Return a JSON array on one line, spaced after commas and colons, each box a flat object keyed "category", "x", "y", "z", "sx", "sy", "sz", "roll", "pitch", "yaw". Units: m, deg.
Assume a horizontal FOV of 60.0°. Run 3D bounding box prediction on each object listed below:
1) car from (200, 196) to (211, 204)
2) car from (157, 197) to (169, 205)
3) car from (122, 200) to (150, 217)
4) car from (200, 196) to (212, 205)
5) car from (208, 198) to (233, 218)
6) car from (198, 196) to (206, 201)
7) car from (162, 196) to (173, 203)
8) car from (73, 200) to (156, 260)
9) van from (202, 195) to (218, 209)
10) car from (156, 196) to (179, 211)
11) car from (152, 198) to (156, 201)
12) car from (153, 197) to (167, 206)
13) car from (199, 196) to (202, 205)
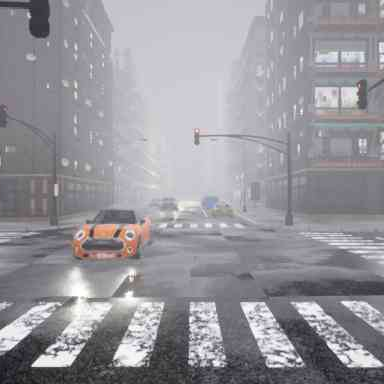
[{"category": "car", "x": 2.593, "y": 1.604, "z": 66.649, "sx": 2.008, "sy": 1.369, "sz": 4.403, "roll": 1, "pitch": 0, "yaw": 0}, {"category": "car", "x": -5.289, "y": 1.627, "z": 60.940, "sx": 1.802, "sy": 1.307, "sz": 4.206, "roll": 1, "pitch": 0, "yaw": 0}, {"category": "car", "x": -5.426, "y": 1.565, "z": 32.651, "sx": 2.008, "sy": 1.369, "sz": 4.403, "roll": 1, "pitch": 0, "yaw": 0}, {"category": "car", "x": 2.593, "y": 1.485, "z": 60.993, "sx": 1.967, "sy": 1.590, "sz": 4.097, "roll": 1, "pitch": 0, "yaw": 0}, {"category": "car", "x": 2.713, "y": 1.537, "z": 30.194, "sx": 1.752, "sy": 1.417, "sz": 4.829, "roll": 1, "pitch": 0, "yaw": 0}, {"category": "car", "x": 2.598, "y": 1.627, "z": 83.617, "sx": 1.887, "sy": 1.381, "sz": 4.507, "roll": 1, "pitch": 0, "yaw": 0}, {"category": "car", "x": -5.286, "y": 1.612, "z": 72.256, "sx": 2.008, "sy": 1.369, "sz": 4.403, "roll": 1, "pitch": 0, "yaw": 0}, {"category": "car", "x": -2.746, "y": 1.354, "z": 12.405, "sx": 2.097, "sy": 1.767, "sz": 4.553, "roll": 0, "pitch": 0, "yaw": 0}, {"category": "van", "x": 2.622, "y": 1.366, "z": 44.027, "sx": 1.690, "sy": 1.788, "sz": 3.998, "roll": 1, "pitch": 0, "yaw": 0}, {"category": "car", "x": -2.737, "y": 1.367, "z": 40.181, "sx": 2.097, "sy": 1.767, "sz": 4.553, "roll": 0, "pitch": 0, "yaw": 0}, {"category": "car", "x": -5.292, "y": 1.613, "z": 49.624, "sx": 1.802, "sy": 1.307, "sz": 4.206, "roll": 1, "pitch": 0, "yaw": 0}, {"category": "car", "x": -5.290, "y": 1.563, "z": 55.112, "sx": 1.752, "sy": 1.417, "sz": 4.829, "roll": 1, "pitch": 0, "yaw": 0}, {"category": "car", "x": 2.591, "y": 1.346, "z": 49.681, "sx": 2.192, "sy": 1.841, "sz": 5.009, "roll": 1, "pitch": 0, "yaw": 0}]
